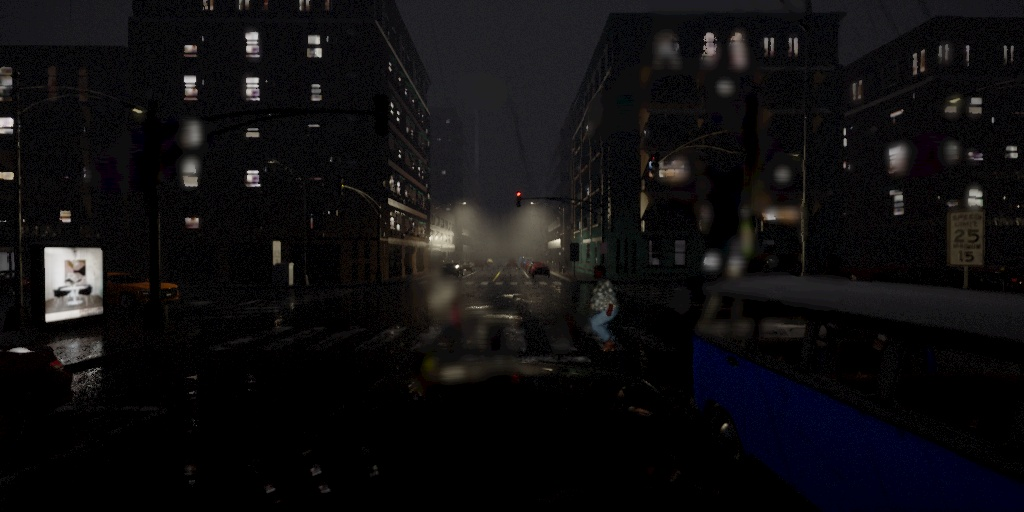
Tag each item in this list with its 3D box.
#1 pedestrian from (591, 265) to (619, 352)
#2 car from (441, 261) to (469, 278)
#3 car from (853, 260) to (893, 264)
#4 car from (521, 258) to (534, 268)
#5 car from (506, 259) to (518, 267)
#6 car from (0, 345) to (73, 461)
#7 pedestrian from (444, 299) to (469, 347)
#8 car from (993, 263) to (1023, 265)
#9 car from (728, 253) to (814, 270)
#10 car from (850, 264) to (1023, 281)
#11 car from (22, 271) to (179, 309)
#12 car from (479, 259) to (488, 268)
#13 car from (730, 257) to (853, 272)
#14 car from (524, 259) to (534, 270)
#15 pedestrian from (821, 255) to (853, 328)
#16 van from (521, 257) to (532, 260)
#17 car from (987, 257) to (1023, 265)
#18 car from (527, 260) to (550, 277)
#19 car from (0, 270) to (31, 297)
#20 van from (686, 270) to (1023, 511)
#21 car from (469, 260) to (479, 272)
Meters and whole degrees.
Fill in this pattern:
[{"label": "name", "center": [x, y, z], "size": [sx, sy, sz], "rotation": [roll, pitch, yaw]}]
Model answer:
[{"label": "pedestrian", "center": [1.909, 1.042, 7.366], "size": [0.375, 1.860, 0.375], "rotation": [0, 0, 0]}, {"label": "car", "center": [-5.687, 1.309, 34.614], "size": [1.948, 1.339, 4.313], "rotation": [0, 0, 0]}, {"label": "car", "center": [21.346, 0.925, 21.797], "size": [4.507, 1.381, 1.888], "rotation": [0, 0, 0]}, {"label": "car", "center": [2.697, 1.292, 51.171], "size": [1.888, 1.381, 4.507], "rotation": [0, 0, 0]}, {"label": "car", "center": [0.009, 1.276, 64.057], "size": [1.812, 1.442, 4.674], "rotation": [0, 0, 0]}, {"label": "car", "center": [-5.693, 1.332, 2.209], "size": [1.802, 1.307, 4.207], "rotation": [0, 0, 0]}, {"label": "pedestrian", "center": [-1.222, 1.042, 7.965], "size": [0.375, 1.860, 0.375], "rotation": [0, 0, 0]}, {"label": "car", "center": [21.365, 1.030, 13.417], "size": [4.207, 1.307, 1.802], "rotation": [0, 0, 0]}, {"label": "car", "center": [15.775, 0.775, 21.758], "size": [5.009, 1.841, 2.192], "rotation": [0, 0, 0]}, {"label": "car", "center": [15.795, 1.094, 13.378], "size": [4.313, 1.339, 1.948], "rotation": [0, 0, 0]}, {"label": "car", "center": [-17.620, 1.470, 15.724], "size": [5.008, 1.535, 1.882], "rotation": [-1, 0, -2]}, {"label": "car", "center": [-5.682, 1.295, 62.232], "size": [1.888, 1.381, 4.507], "rotation": [0, 0, 0]}, {"label": "car", "center": [14.801, 1.000, 19.157], "size": [4.892, 1.490, 1.837], "rotation": [-1, 0, 0]}, {"label": "car", "center": [2.695, 1.310, 40.124], "size": [1.948, 1.339, 4.313], "rotation": [0, 0, 0]}, {"label": "pedestrian", "center": [6.043, 0.889, 6.740], "size": [0.375, 1.860, 0.375], "rotation": [0, 0, 0]}, {"label": "van", "center": [2.698, 1.089, 56.694], "size": [1.690, 1.789, 3.998], "rotation": [0, 0, 0]}, {"label": "car", "center": [27.524, 0.789, 19.243], "size": [5.008, 1.535, 1.882], "rotation": [-1, 0, 0]}, {"label": "car", "center": [2.694, 1.325, 34.601], "size": [1.802, 1.307, 4.207], "rotation": [0, 0, 0]}, {"label": "car", "center": [-30.258, 1.568, 21.565], "size": [4.097, 1.591, 1.967], "rotation": [0, 0, 0]}, {"label": "van", "center": [2.689, 1.091, 2.206], "size": [1.690, 1.789, 3.998], "rotation": [0, 0, 0]}, {"label": "car", "center": [-5.685, 1.311, 45.661], "size": [1.948, 1.339, 4.313], "rotation": [0, 0, 0]}]
